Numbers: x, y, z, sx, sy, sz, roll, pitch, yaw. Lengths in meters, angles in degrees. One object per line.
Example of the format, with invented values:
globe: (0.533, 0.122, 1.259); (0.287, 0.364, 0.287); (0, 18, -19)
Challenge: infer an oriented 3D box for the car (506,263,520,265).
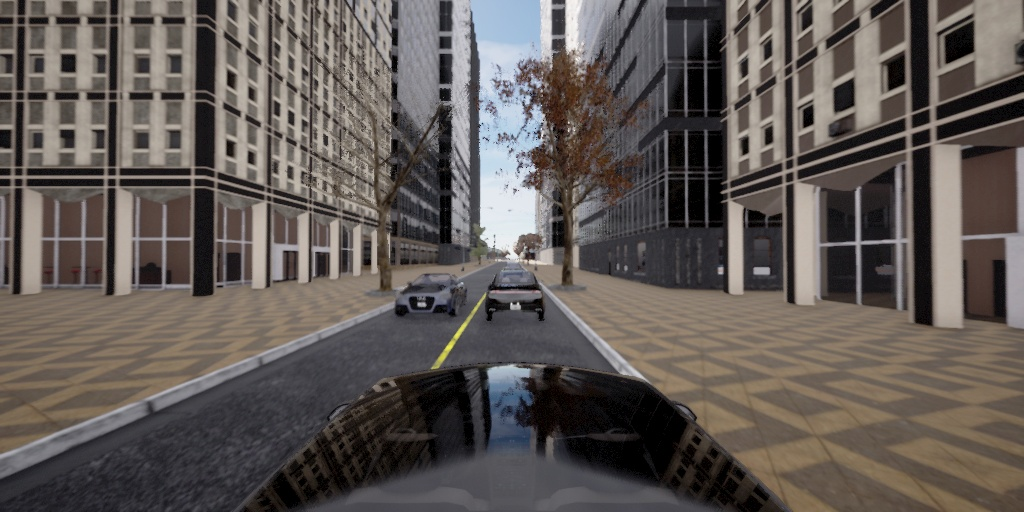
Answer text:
car: (0.097, 1.328, 34.109); (2.033, 1.411, 5.357); (0, 0, 0)

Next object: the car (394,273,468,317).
car: (-2.791, 1.326, 13.159); (1.994, 1.385, 4.181); (0, 0, 1)

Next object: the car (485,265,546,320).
car: (0.099, 1.252, 12.645); (2.128, 1.511, 4.902); (0, 0, 0)
